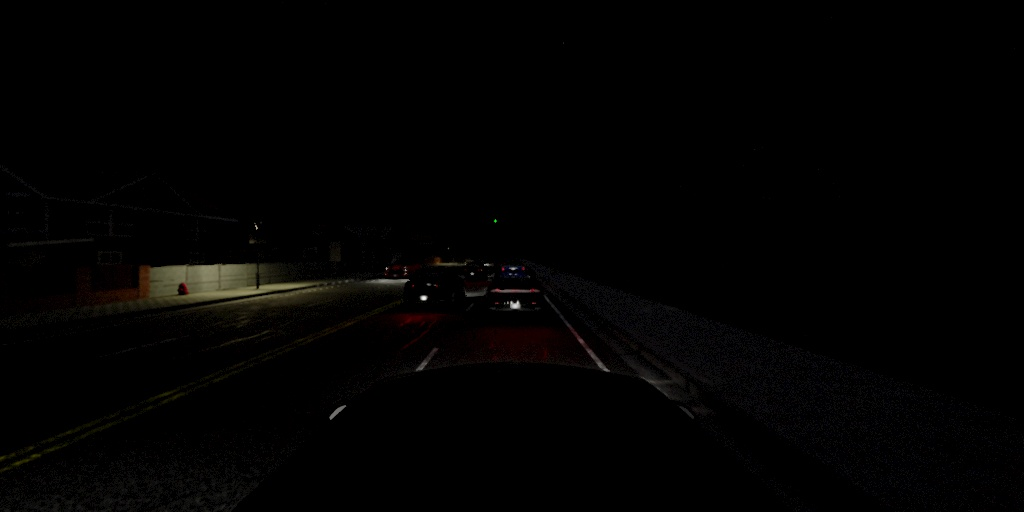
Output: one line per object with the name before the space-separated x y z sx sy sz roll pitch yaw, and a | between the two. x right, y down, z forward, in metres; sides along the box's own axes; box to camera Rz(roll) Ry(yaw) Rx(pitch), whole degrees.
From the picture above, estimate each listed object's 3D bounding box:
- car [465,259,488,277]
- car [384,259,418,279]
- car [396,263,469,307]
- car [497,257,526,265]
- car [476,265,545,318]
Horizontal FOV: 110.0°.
car | -3.160 1.251 30.821 1.812 1.442 4.674 0 0 0
car | -9.788 1.075 32.306 2.097 1.767 4.553 0 0 1
car | -3.154 1.244 15.266 1.837 1.490 4.892 0 0 0
car | 0.093 1.079 29.425 2.097 1.767 4.553 0 0 0
car | 0.097 1.232 12.835 2.128 1.511 4.902 0 0 0
